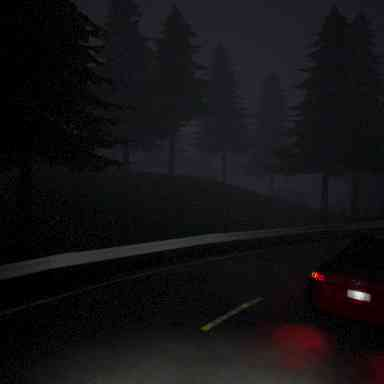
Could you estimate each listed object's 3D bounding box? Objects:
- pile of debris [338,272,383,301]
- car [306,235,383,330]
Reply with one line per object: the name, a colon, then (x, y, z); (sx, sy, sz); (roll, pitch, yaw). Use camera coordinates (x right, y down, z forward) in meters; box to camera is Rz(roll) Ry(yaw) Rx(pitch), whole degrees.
pile of debris: (4.538, 2.185, 7.609); (1.860, 0.140, 1.500); (0, 0, -39)
car: (3.970, 1.568, 6.600); (1.994, 1.385, 4.181); (1, 1, 44)
